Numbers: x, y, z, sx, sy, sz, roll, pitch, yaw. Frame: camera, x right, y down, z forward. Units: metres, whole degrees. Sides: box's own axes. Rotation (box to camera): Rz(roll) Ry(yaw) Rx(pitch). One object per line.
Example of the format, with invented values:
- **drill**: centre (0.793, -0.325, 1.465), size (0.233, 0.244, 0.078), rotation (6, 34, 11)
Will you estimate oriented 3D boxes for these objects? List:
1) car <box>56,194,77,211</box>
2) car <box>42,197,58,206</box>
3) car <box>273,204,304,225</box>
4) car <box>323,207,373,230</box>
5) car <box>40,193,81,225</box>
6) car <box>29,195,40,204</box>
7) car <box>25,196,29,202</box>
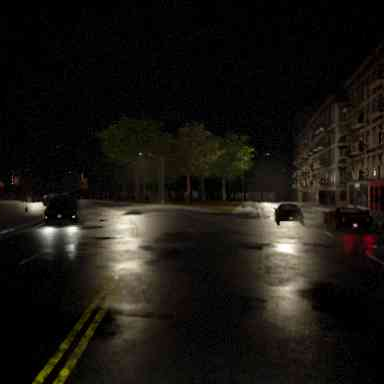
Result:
- **car**: centre (-16.775, 1.360, 44.274), size (2.150, 2.045, 5.566), rotation (-1, 0, -26)
- **car**: centre (-25.032, 1.658, 58.675), size (1.837, 1.490, 4.892), rotation (-1, 1, -32)
- **car**: centre (6.984, 1.576, 24.292), size (1.812, 1.442, 4.674), rotation (0, 0, 10)
- **car**: centre (9.720, 1.628, 21.160), size (1.895, 1.301, 4.718), rotation (0, 0, 11)
- **car**: centre (-9.948, 1.327, 25.916), size (2.150, 2.045, 5.566), rotation (0, 0, -15)
- **car**: centre (-32.948, 1.528, 71.256), size (2.097, 1.767, 4.553), rotation (-1, 0, -32)
- **car**: centre (-40.984, 1.690, 83.999), size (1.837, 1.490, 4.892), rotation (-1, 0, -32)
